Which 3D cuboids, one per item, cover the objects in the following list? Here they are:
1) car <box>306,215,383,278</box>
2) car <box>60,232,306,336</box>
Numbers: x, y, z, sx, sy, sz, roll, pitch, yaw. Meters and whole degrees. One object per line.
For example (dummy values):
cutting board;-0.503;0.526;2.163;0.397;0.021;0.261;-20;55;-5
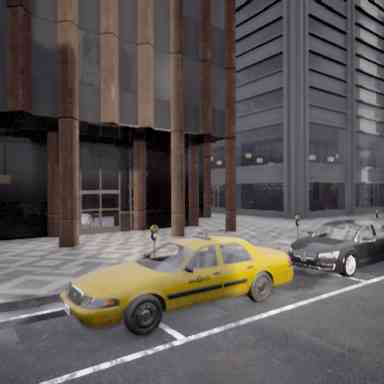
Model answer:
car;4.709;1.535;10.027;4.403;1.369;2.008;0;0;-36
car;-0.012;1.519;6.647;4.829;1.417;1.752;0;0;-36
